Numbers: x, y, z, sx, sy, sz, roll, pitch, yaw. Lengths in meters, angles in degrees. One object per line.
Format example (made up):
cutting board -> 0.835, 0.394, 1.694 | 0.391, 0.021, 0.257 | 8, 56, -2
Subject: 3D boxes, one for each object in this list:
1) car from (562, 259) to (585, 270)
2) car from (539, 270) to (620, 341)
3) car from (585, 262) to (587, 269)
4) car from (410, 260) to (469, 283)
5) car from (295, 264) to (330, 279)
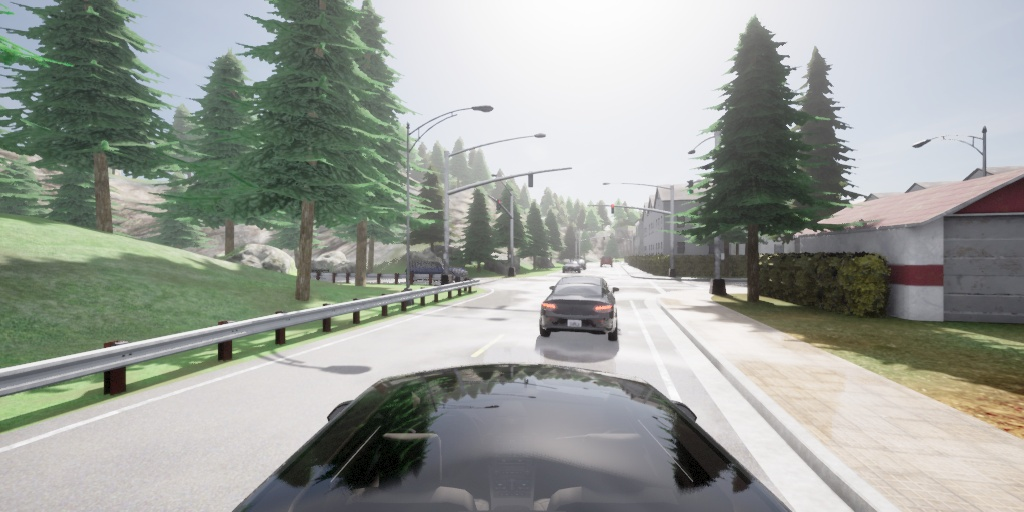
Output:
car -> 7.270, 1.314, 43.184 | 1.994, 1.385, 4.181 | 0, 0, 15
car -> 1.939, 1.276, 9.902 | 1.812, 1.442, 4.674 | 0, 0, 15
car -> 9.956, 1.241, 52.873 | 2.128, 1.511, 4.902 | 0, 0, 16
car -> -5.606, 1.117, 27.390 | 4.553, 1.767, 2.097 | 0, 0, 15
car -> -18.000, 1.366, 30.742 | 4.718, 1.301, 1.895 | 0, 0, 15
